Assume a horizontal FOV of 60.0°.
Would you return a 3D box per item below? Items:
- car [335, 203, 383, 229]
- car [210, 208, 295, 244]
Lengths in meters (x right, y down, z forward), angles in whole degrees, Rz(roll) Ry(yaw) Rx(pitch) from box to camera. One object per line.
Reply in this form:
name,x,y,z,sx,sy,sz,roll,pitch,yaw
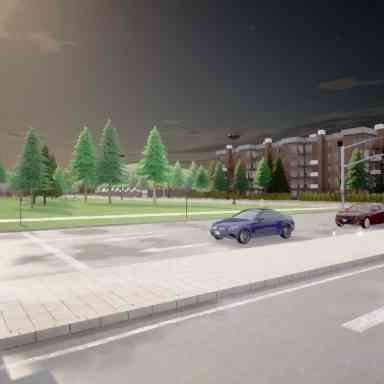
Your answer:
car,11.445,1.478,21.925,5.008,1.535,1.882,0,0,-35
car,3.004,1.526,15.935,4.674,1.442,1.812,0,0,-36
